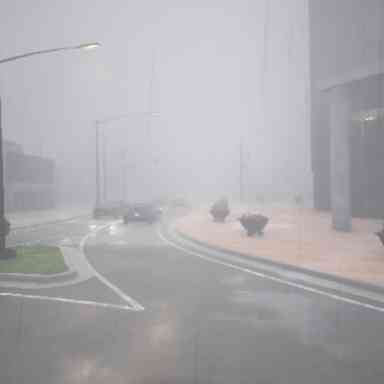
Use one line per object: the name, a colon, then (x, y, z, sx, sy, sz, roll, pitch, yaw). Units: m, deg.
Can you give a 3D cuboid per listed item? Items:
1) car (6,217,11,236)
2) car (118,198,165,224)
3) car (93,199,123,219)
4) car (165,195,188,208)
car: (-9.928, 1.566, 13.657, 1.837, 1.490, 4.892, -1, 0, 19)
car: (-3.355, 1.408, 23.100, 1.994, 1.385, 4.181, -1, 1, 4)
car: (-6.698, 1.340, 28.107, 1.882, 1.535, 5.008, -1, 0, 6)
car: (-1.652, 1.122, 41.088, 1.882, 1.535, 5.008, -1, 1, 6)
